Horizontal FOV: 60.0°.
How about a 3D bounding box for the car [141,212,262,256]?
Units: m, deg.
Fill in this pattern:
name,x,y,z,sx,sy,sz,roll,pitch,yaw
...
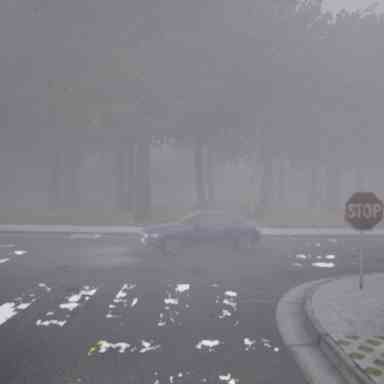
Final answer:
name,x,y,z,sx,sy,sz,roll,pitch,yaw
car,0.413,1.486,12.692,4.674,1.442,1.812,1,0,-21
